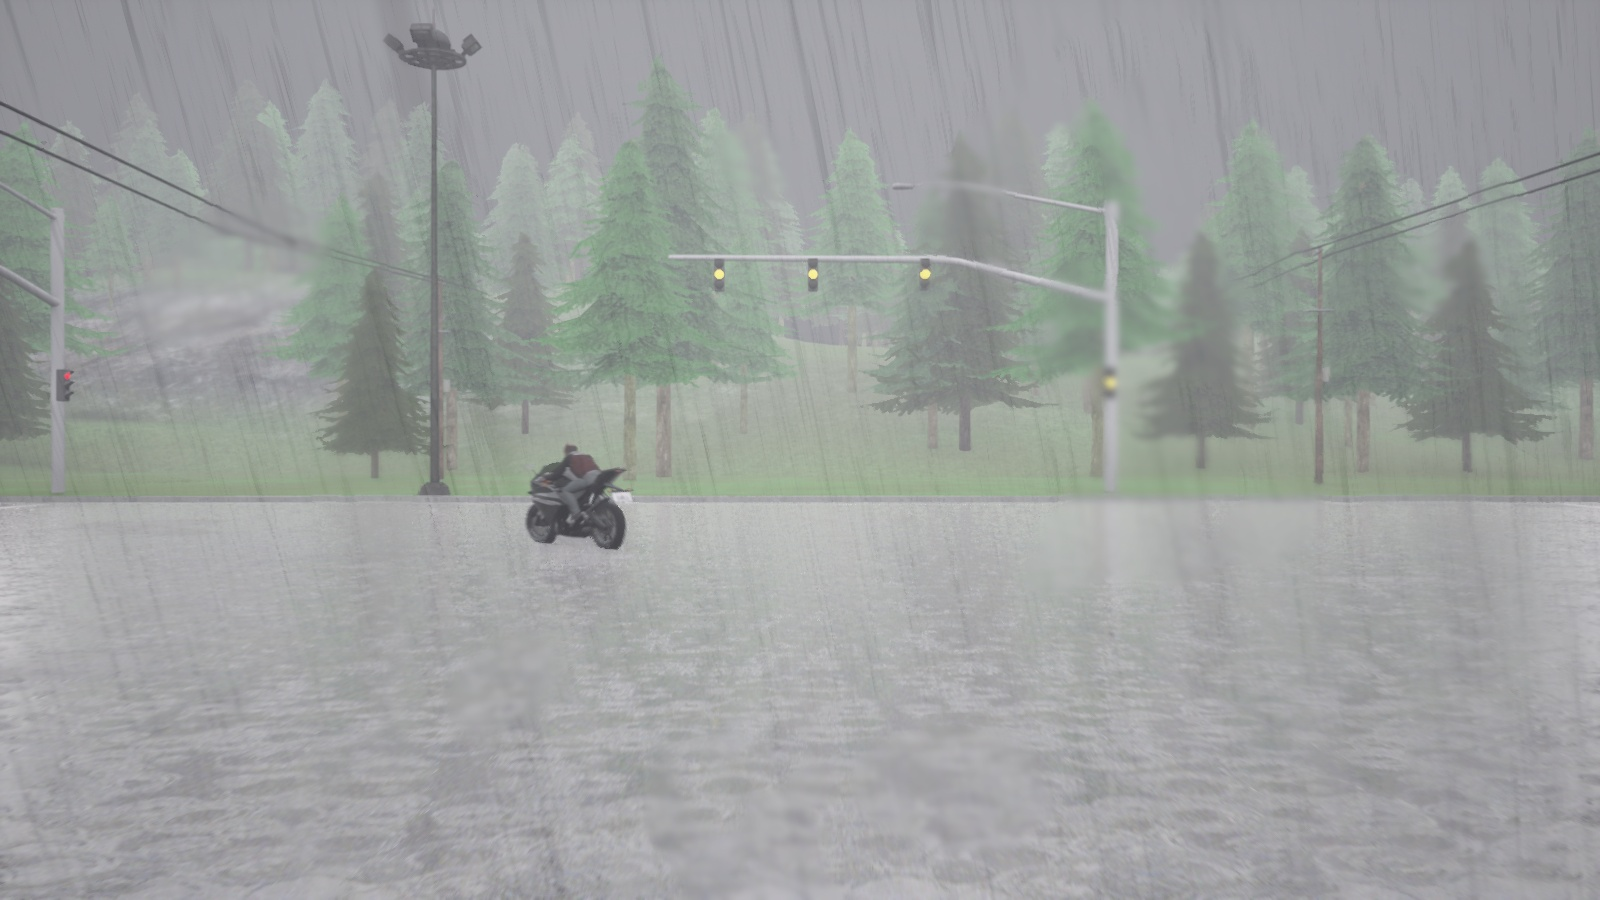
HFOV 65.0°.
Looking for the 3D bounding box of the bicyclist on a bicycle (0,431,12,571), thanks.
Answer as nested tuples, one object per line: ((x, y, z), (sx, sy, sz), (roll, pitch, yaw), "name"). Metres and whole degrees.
((-9.997, 0.593, 14.532), (1.509, 1.612, 0.866), (0, 2, 32), "bicyclist on a bicycle")

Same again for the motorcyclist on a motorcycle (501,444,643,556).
((-3.330, 0.676, 18.198), (2.191, 1.530, 0.866), (0, 1, 42), "motorcyclist on a motorcycle")
